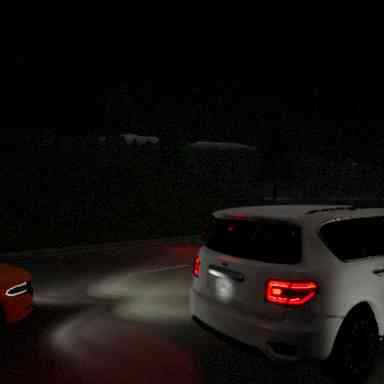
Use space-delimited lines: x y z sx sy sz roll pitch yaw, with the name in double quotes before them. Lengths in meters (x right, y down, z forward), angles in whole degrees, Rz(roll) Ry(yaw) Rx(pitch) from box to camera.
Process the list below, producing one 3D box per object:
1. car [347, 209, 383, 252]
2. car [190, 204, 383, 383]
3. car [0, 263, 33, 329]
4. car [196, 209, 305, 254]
"car" 8.822 1.536 14.297 4.674 1.442 1.812 0 0 -35
"car" 2.572 1.224 5.569 5.566 2.045 2.150 0 0 -35
"car" -4.919 1.474 4.513 5.008 1.535 1.882 0 0 -36
"car" 2.591 1.530 14.165 4.674 1.442 1.812 0 0 -35
